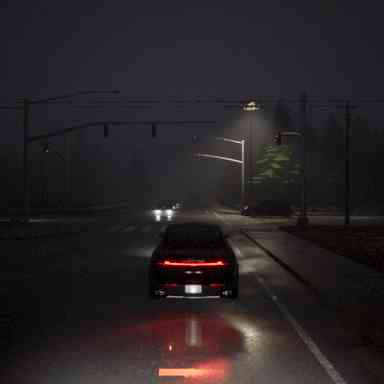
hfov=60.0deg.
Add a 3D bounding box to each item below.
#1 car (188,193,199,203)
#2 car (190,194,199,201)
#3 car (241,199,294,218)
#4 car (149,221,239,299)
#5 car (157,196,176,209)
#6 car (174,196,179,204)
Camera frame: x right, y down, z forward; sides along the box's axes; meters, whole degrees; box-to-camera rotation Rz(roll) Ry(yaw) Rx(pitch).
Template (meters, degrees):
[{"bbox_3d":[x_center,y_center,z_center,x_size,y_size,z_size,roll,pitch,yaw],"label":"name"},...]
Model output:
[{"bbox_3d":[0.296,1.224,70.472,2.150,2.045,5.566,0,0,2],"label":"car"},{"bbox_3d":[0.567,1.355,80.865,2.097,1.767,4.553,0,0,2],"label":"car"},{"bbox_3d":[6.678,1.379,29.719,4.553,1.767,2.097,0,0,1],"label":"car"},{"bbox_3d":[0.047,1.501,8.439,1.837,1.490,4.892,0,0,1],"label":"car"},{"bbox_3d":[-3.599,1.601,44.843,1.895,1.301,4.718,0,0,0],"label":"car"},{"bbox_3d":[-3.576,1.477,54.125,1.882,1.535,5.008,0,0,0],"label":"car"}]
